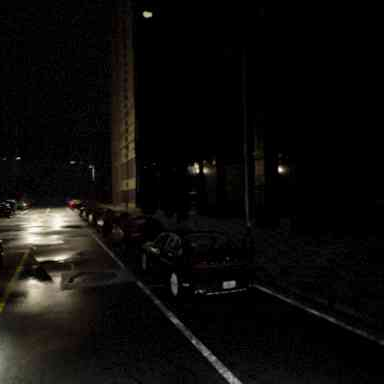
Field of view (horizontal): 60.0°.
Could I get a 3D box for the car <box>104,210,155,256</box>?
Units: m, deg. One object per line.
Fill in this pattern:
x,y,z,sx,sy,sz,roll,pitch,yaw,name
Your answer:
-2.236,1.653,13.712,1.887,1.381,4.507,0,-1,-22,car

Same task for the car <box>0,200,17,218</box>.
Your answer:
-20.796,1.968,36.486,1.967,1.590,4.097,0,-1,-22,car

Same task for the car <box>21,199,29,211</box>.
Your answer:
-27.201,2.265,52.094,1.947,1.339,4.313,0,-1,-22,car

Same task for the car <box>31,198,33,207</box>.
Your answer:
-31.407,2.337,62.343,1.752,1.417,4.829,0,-1,-22,car

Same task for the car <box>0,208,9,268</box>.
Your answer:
-6.288,1.505,8.592,2.097,1.767,4.553,-1,0,-23,car

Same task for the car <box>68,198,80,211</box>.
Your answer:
-17.182,2.067,50.136,1.887,1.381,4.507,0,-1,-22,car

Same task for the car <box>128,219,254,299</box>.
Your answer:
-0.101,1.597,8.509,2.008,1.369,4.403,0,-1,-22,car

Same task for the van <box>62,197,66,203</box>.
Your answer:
-32.130,2.258,86.560,1.690,1.788,3.998,0,-1,-22,van

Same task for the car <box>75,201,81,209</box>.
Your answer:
-10.777,1.915,34.526,1.947,1.339,4.313,0,-1,-22,car

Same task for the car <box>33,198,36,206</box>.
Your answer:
-33.608,2.184,67.706,2.192,1.841,5.009,0,-1,-22,car

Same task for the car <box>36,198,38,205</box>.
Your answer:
-37.877,2.421,78.111,1.967,1.590,4.097,0,-1,-22,car

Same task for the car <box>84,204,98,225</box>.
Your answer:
-6.506,1.775,24.119,1.887,1.381,4.507,0,-1,-22,car

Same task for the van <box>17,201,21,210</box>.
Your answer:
-22.932,1.926,41.690,1.690,1.788,3.998,0,-1,-22,van

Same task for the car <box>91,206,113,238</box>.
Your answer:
-4.371,1.715,18.915,1.887,1.381,4.507,0,-1,-22,car

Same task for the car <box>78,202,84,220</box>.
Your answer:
-8.641,1.835,29.322,1.887,1.381,4.507,0,-1,-22,car

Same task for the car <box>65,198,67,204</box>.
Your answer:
-23.588,2.237,65.745,1.887,1.381,4.507,0,-1,-22,car

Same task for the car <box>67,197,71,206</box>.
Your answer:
-19.318,2.019,55.340,1.967,1.590,4.097,0,-1,-22,car

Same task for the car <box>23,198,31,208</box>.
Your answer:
-29.336,2.197,57.298,1.967,1.590,4.097,0,-1,-22,car

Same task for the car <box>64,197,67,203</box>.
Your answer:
-25.723,2.300,70.949,2.008,1.369,4.403,0,-1,-22,car
